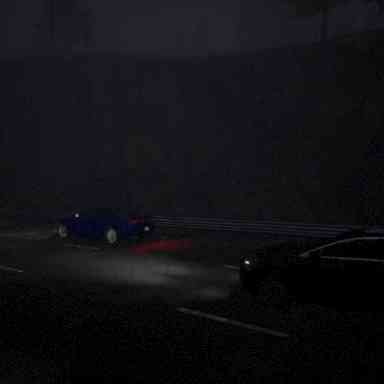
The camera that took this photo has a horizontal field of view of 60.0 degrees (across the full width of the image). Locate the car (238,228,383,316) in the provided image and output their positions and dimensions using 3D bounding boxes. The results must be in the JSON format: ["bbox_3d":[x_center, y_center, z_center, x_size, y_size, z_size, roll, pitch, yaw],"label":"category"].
[{"bbox_3d":[3.226,1.404,5.993,4.902,1.511,2.128,0,1,35],"label":"car"}]

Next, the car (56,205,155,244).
[{"bbox_3d":[-3.981,1.350,14.972,5.008,1.535,1.882,0,0,31],"label":"car"}]
